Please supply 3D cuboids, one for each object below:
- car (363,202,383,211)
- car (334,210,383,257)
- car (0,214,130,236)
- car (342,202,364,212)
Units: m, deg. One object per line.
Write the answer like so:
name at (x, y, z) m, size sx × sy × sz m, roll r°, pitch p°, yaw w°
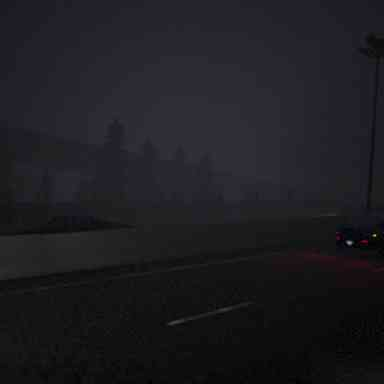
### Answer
car at (21.119, 1.999, 36.229) m, size 4.718 × 1.301 × 1.895 m, roll 1°, pitch 0°, yaw -35°
car at (7.637, 1.672, 13.487) m, size 4.674 × 1.442 × 1.812 m, roll 1°, pitch 0°, yaw -35°
car at (-5.053, 1.585, 13.283) m, size 5.357 × 1.411 × 2.033 m, roll 1°, pitch 0°, yaw -35°
car at (19.791, 1.914, 39.575) m, size 4.892 × 1.490 × 1.837 m, roll 1°, pitch -1°, yaw -35°
